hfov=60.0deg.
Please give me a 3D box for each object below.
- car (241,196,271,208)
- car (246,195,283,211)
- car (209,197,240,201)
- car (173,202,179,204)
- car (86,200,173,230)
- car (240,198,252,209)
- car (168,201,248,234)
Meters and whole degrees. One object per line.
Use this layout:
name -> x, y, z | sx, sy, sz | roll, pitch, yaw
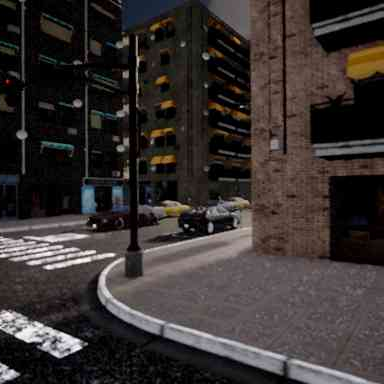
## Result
car -> 7.983, 1.195, 40.981 | 1.947, 1.339, 4.313 | 0, 1, 36
car -> 8.130, 1.140, 36.993 | 2.128, 1.511, 4.902 | -1, 0, 36
car -> 1.989, 1.342, 28.577 | 1.994, 1.385, 4.181 | -1, 0, 37
car -> -2.137, 1.369, 27.095 | 1.752, 1.417, 4.829 | 0, 1, 36
car -> -3.847, 1.449, 20.579 | 2.033, 1.411, 5.357 | -1, 0, 36
car -> 4.543, 1.228, 36.261 | 1.752, 1.417, 4.829 | 0, 1, 36
car -> 1.009, 1.397, 18.033 | 2.008, 1.369, 4.403 | 0, 1, 36
